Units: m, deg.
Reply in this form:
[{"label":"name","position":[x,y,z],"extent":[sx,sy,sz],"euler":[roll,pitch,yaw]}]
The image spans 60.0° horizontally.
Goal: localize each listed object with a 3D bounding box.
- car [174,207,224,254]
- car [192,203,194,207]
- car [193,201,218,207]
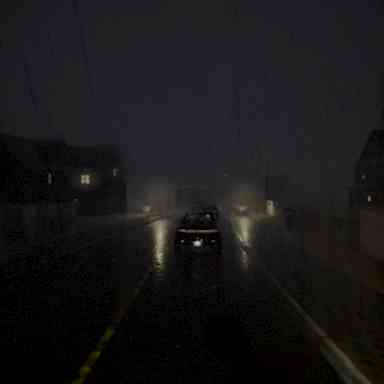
[{"label":"car","position":[0.329,1.630,14.190],"extent":[2.128,1.511,4.902],"euler":[0,0,3]},{"label":"car","position":[1.168,1.972,46.247],"extent":[1.882,1.535,5.008],"euler":[0,-1,10]},{"label":"car","position":[1.541,1.781,29.258],"extent":[1.882,1.535,5.008],"euler":[0,0,7]}]
